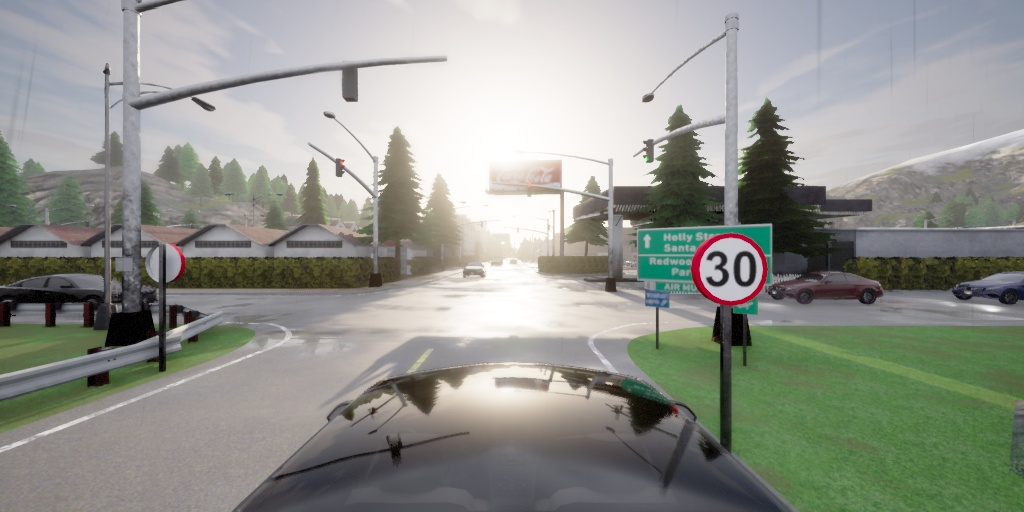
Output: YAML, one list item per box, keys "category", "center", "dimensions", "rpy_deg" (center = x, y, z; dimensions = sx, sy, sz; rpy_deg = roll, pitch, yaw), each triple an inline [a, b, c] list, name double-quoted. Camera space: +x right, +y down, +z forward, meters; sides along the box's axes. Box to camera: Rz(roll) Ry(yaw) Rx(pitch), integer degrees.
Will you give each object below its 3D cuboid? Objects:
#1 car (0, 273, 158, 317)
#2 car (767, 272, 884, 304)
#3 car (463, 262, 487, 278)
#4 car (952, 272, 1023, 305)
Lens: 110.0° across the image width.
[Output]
- category: "car"
  center: [-16.526, 1.419, 13.701]
  dimensions: [5.008, 1.535, 1.882]
  rpy_deg: [0, 0, 1]
- category: "car"
  center: [14.797, 1.467, 17.039]
  dimensions: [4.674, 1.442, 1.812]
  rpy_deg: [0, 0, 0]
- category: "car"
  center: [-3.469, 1.291, 33.816]
  dimensions: [1.812, 1.442, 4.674]
  rpy_deg: [1, 0, 0]
- category: "car"
  center: [23.931, 1.467, 16.947]
  dimensions: [4.674, 1.442, 1.812]
  rpy_deg: [0, 0, 1]
